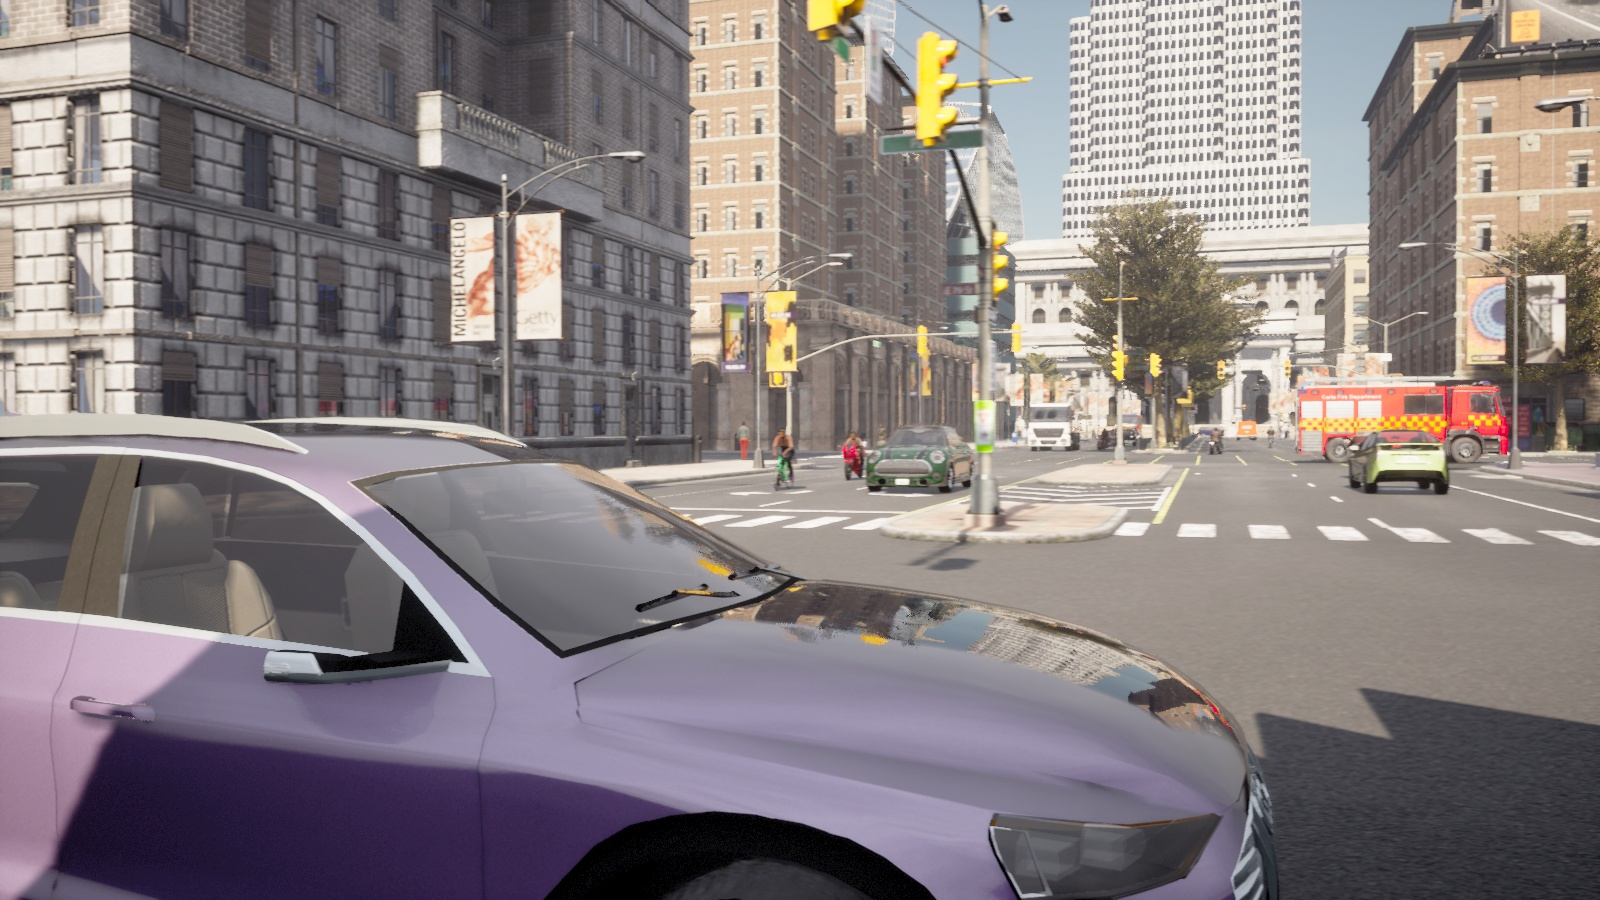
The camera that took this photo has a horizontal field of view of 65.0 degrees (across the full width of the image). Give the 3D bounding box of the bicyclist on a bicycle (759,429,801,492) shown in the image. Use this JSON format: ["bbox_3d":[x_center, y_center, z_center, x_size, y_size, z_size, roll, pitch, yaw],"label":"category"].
[{"bbox_3d":[-0.501,0.252,32.817,0.582,1.620,1.656,1,1,18],"label":"bicyclist on a bicycle"}]

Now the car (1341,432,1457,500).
[{"bbox_3d":[14.721,0.331,31.109,2.007,1.525,4.514,1,1,18],"label":"car"}]

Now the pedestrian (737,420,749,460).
[{"bbox_3d":[-2.640,-0.463,58.448,0.353,1.847,0.614,0,1,16],"label":"pedestrian"}]

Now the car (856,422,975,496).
[{"bbox_3d":[3.089,0.176,32.532,2.097,1.767,4.553,1,1,18],"label":"car"}]

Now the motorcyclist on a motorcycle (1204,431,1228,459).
[{"bbox_3d":[24.855,-0.330,74.976,0.766,1.649,2.350,0,0,33],"label":"motorcyclist on a motorcycle"}]

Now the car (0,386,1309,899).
[{"bbox_3d":[-1.229,0.694,3.606,4.856,1.649,2.033,1,1,19],"label":"car"}]

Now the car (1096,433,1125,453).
[{"bbox_3d":[23.421,-0.576,94.673,1.812,1.442,4.674,1,1,18],"label":"car"}]

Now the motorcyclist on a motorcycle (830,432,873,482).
[{"bbox_3d":[1.622,0.185,39.308,0.797,1.523,2.044,1,1,18],"label":"motorcyclist on a motorcycle"}]

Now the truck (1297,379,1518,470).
[{"bbox_3d":[26.752,-1.131,55.762,8.468,3.827,2.891,1,1,18],"label":"truck"}]

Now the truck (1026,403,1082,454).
[{"bbox_3d":[18.348,-1.532,90.297,2.891,3.462,7.936,1,1,19],"label":"truck"}]
